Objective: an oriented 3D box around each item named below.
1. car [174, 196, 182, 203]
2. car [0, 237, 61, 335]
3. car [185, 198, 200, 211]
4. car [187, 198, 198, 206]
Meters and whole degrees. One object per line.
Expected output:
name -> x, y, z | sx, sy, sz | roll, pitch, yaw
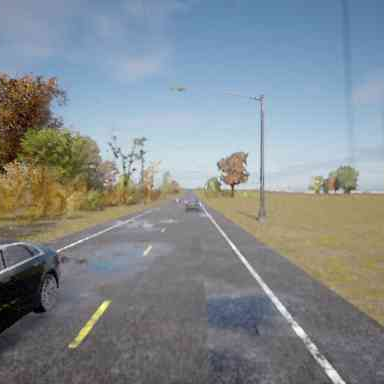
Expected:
car -> -3.505, 1.855, 82.149 | 2.128, 1.511, 4.902 | 0, 0, 0
car -> -3.600, 1.514, 4.915 | 2.128, 1.511, 4.902 | 0, 0, 0
car -> 0.096, 1.677, 44.379 | 2.128, 1.511, 4.902 | 0, 0, 0
car -> 0.094, 1.825, 63.516 | 1.994, 1.385, 4.181 | 0, 0, 0
